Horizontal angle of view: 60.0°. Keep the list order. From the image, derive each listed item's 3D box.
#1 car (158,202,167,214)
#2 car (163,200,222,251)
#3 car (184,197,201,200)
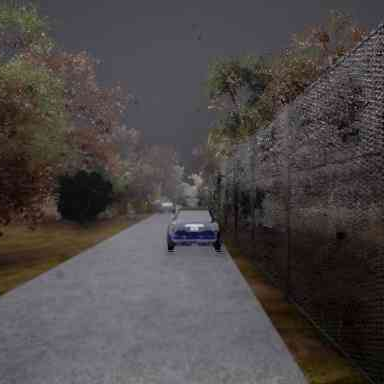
[{"bbox_3d":[-2.964,1.930,40.309,1.812,1.442,4.674,0,-1,0],"label":"car"},{"bbox_3d":[0.084,1.404,14.493,2.097,1.767,4.553,0,0,0],"label":"car"},{"bbox_3d":[0.041,1.547,36.534,2.150,2.045,5.566,0,-1,-1],"label":"car"}]
